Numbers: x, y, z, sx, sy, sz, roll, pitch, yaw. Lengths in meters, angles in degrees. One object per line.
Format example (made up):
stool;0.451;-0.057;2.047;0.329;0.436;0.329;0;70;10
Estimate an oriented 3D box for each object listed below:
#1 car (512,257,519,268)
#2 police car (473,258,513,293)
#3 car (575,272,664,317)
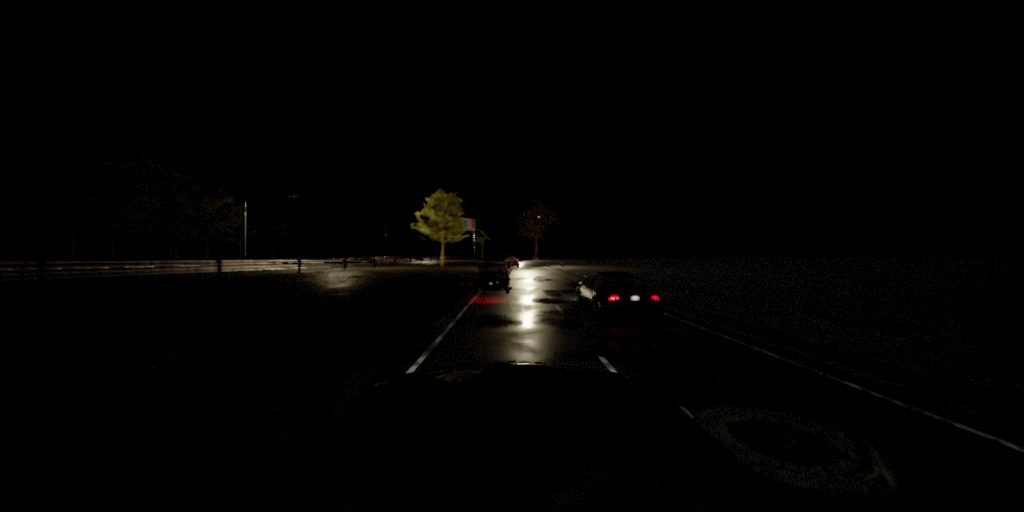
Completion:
car;0.021;0.896;54.588;2.097;1.767;4.553;0;0;0
police car;-1.043;1.127;20.295;1.930;1.638;5.238;0;0;0
car;3.604;1.276;12.994;2.033;1.411;5.357;0;0;0
